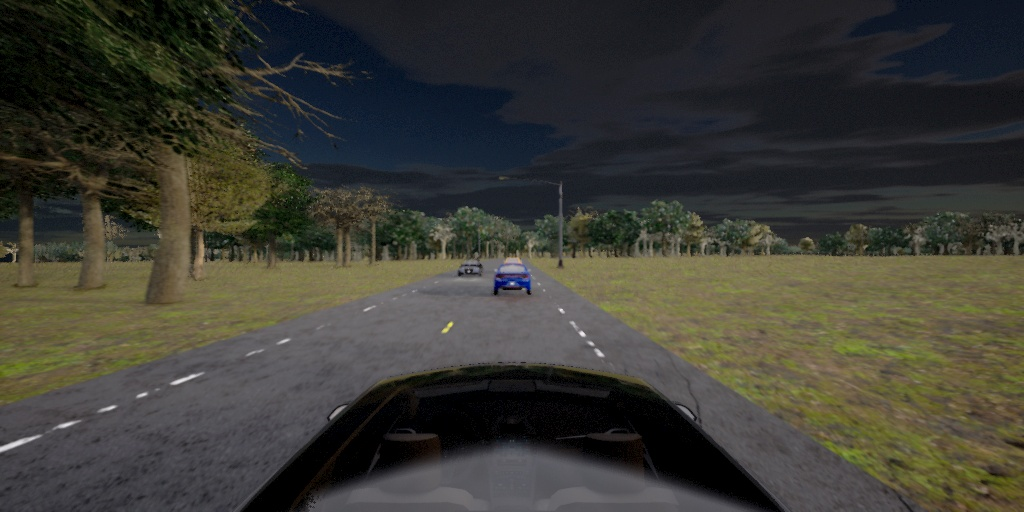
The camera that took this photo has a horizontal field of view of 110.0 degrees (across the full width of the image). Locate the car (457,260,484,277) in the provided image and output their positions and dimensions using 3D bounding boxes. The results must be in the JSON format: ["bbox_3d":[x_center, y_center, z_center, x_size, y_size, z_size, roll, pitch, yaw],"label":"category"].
[{"bbox_3d":[-3.510,1.059,31.210,1.994,1.385,4.181,0,1,0],"label":"car"}]

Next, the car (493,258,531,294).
[{"bbox_3d":[0.029,1.109,19.425,1.882,1.535,5.008,0,1,0],"label":"car"}]
